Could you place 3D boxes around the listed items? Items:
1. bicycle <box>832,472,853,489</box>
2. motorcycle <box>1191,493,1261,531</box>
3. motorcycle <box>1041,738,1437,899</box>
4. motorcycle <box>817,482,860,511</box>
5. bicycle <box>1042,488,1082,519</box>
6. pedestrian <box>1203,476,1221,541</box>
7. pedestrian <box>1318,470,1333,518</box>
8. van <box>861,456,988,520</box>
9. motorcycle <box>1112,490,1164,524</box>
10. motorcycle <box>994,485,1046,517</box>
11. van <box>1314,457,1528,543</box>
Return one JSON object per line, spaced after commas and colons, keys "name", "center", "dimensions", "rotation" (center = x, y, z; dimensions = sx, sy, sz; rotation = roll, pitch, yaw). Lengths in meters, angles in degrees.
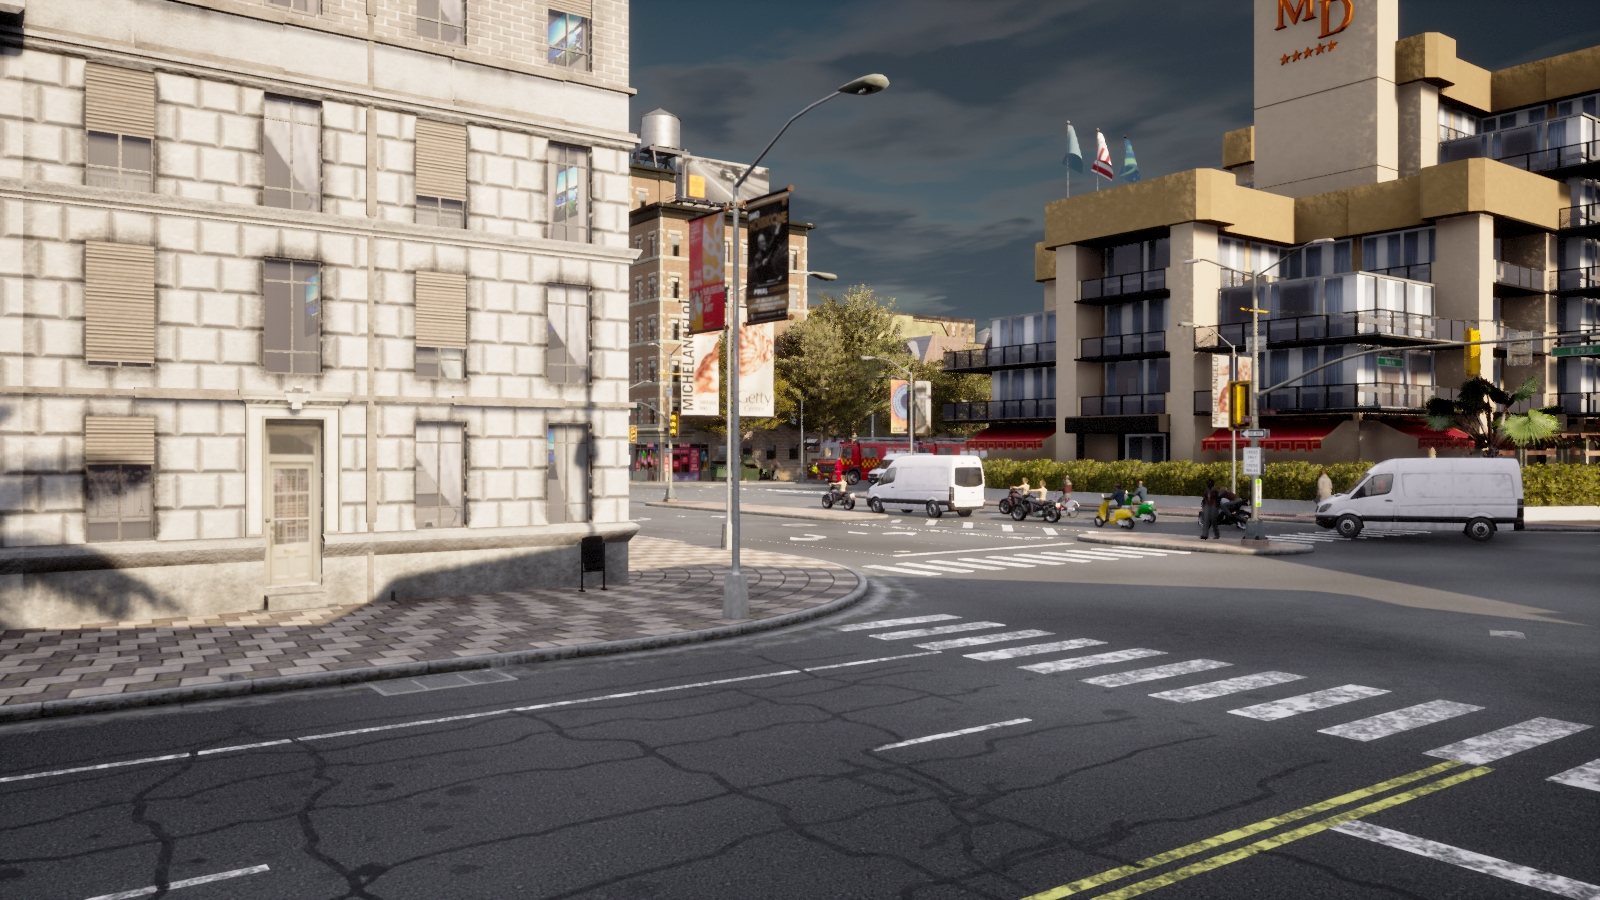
{"name": "bicycle", "center": [3.058, 2.210, 82.182], "dimensions": [1.835, 1.171, 0.329], "rotation": [0, 0, -43]}
{"name": "motorcycle", "center": [15.193, 2.205, 40.836], "dimensions": [0.867, 1.251, 2.209], "rotation": [0, 0, -39]}
{"name": "motorcycle", "center": [2.199, 2.213, 5.612], "dimensions": [2.033, 1.145, 0.803], "rotation": [0, 0, -34]}
{"name": "motorcycle", "center": [1.797, 2.170, 53.778], "dimensions": [0.764, 1.277, 2.356], "rotation": [0, 0, -37]}
{"name": "bicycle", "center": [10.851, 2.210, 47.360], "dimensions": [0.329, 1.171, 1.835], "rotation": [0, 0, -36]}
{"name": "pedestrian", "center": [12.070, 1.706, 33.459], "dimensions": [0.375, 1.860, 0.375], "rotation": [0, 0, -42]}
{"name": "pedestrian", "center": [20.338, 1.696, 44.257], "dimensions": [0.375, 1.860, 0.375], "rotation": [0, 0, -18]}
{"name": "van", "center": [5.246, 1.534, 49.039], "dimensions": [1.988, 2.561, 5.915], "rotation": [0, 0, -36]}
{"name": "motorcycle", "center": [13.079, 2.182, 44.246], "dimensions": [0.856, 1.236, 1.805], "rotation": [0, 0, -36]}
{"name": "motorcycle", "center": [9.406, 2.170, 48.968], "dimensions": [0.764, 1.277, 2.356], "rotation": [0, 0, -34]}
{"name": "van", "center": [19.815, 1.534, 36.794], "dimensions": [5.915, 2.561, 1.988], "rotation": [0, 0, 25]}
